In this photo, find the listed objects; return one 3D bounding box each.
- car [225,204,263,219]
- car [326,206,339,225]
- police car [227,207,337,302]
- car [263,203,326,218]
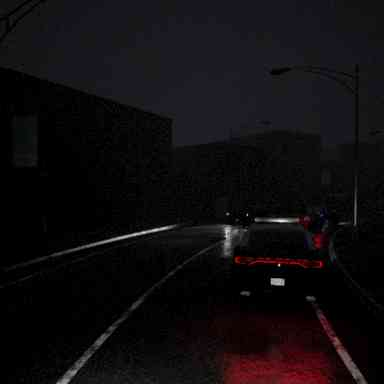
[{"bbox_3d":[4.244,1.581,23.920,1.895,1.301,4.718,1,0,35],"label":"car"},{"bbox_3d":[8.324,1.559,21.974,1.812,1.442,4.674,1,0,35],"label":"car"},{"bbox_3d":[2.174,1.429,8.548,1.930,1.638,5.238,0,0,14],"label":"police car"},{"bbox_3d":[5.408,1.367,17.151,2.097,1.767,4.553,1,0,27],"label":"car"}]
